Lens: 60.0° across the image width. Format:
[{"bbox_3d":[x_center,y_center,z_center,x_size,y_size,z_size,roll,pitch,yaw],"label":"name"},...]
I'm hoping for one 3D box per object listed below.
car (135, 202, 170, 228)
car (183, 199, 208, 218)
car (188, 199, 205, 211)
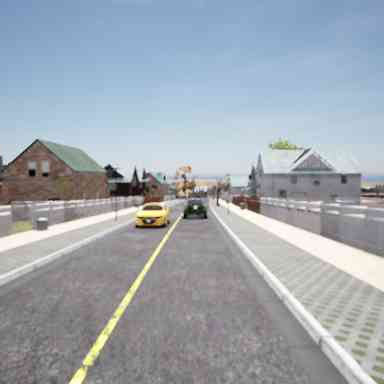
[{"bbox_3d":[-2.569,1.481,22.533,1.882,1.535,5.008,0,0,1],"label":"car"},{"bbox_3d":[0.330,1.370,30.016,2.097,1.767,4.553,0,0,2],"label":"car"},{"bbox_3d":[0.667,1.596,42.661,2.033,1.411,5.357,0,0,2],"label":"car"}]
